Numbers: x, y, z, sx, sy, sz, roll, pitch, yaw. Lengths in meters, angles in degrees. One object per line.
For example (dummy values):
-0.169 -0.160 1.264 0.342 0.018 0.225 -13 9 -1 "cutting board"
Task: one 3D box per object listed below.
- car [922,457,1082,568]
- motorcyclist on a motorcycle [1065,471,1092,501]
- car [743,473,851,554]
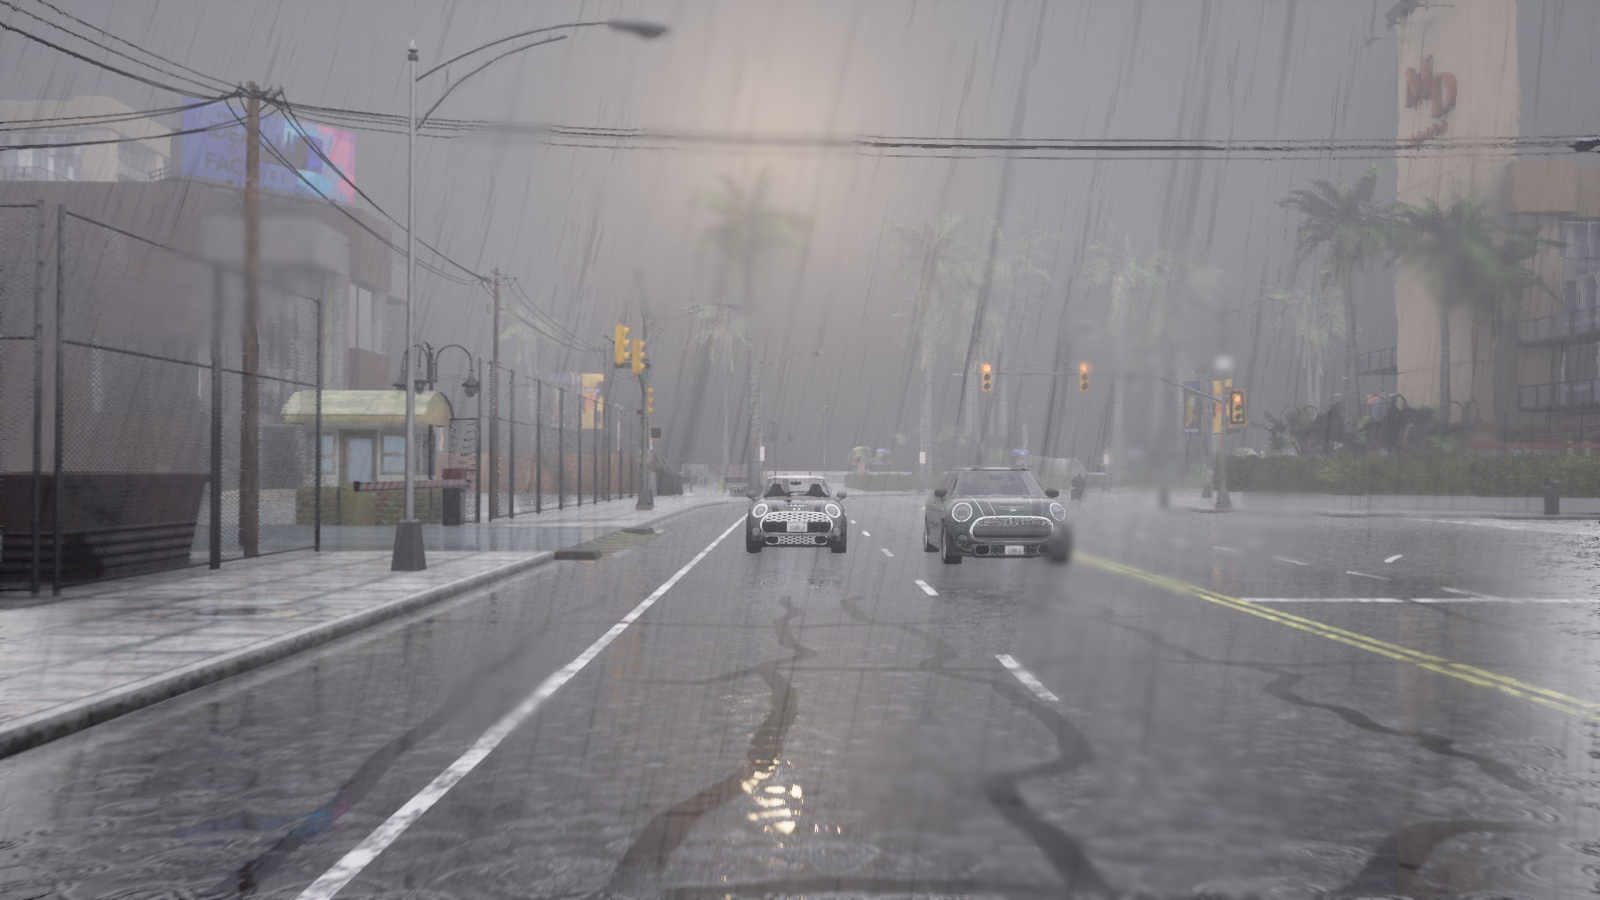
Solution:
3.446 1.034 22.361 2.097 1.767 4.553 0 -1 0 "car"
14.811 1.907 66.655 0.866 1.530 2.191 0 -1 27 "motorcyclist on a motorcycle"
-0.059 1.197 24.873 1.970 1.475 3.806 0 -1 0 "car"
